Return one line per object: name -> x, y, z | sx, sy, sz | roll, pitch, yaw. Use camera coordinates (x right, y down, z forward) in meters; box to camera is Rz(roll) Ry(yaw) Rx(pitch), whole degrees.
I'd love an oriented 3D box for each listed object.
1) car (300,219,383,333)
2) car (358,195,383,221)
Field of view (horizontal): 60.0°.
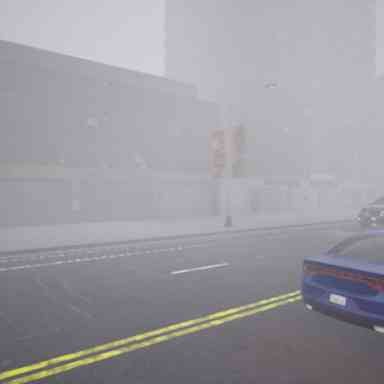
car -> 4.211, 1.462, 6.444 | 5.008, 1.535, 1.882 | 0, 0, -35
car -> 12.658, 1.188, 20.695 | 5.566, 2.045, 2.150 | 0, 0, -35
